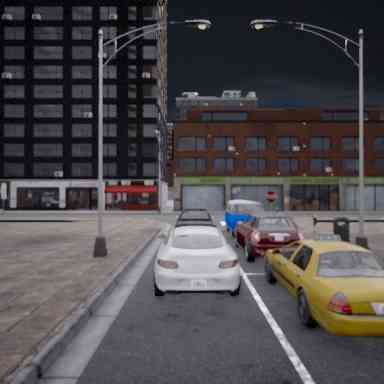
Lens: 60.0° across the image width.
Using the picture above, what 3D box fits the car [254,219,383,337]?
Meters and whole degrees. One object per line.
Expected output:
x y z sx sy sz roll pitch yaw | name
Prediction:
2.652 1.523 6.762 1.752 1.417 4.829 0 0 0 | car

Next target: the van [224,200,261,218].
2.671 1.338 17.540 1.690 1.788 3.998 0 0 0 | van

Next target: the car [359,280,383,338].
2.642 1.565 1.118 1.947 1.339 4.313 0 0 0 | car

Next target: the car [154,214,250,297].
0.084 1.523 8.476 1.812 1.442 4.674 0 0 -1 | car

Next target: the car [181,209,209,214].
0.146 1.544 16.796 2.033 1.411 5.357 0 0 1 | car

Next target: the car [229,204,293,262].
2.661 1.437 12.065 1.967 1.590 4.097 0 0 0 | car
